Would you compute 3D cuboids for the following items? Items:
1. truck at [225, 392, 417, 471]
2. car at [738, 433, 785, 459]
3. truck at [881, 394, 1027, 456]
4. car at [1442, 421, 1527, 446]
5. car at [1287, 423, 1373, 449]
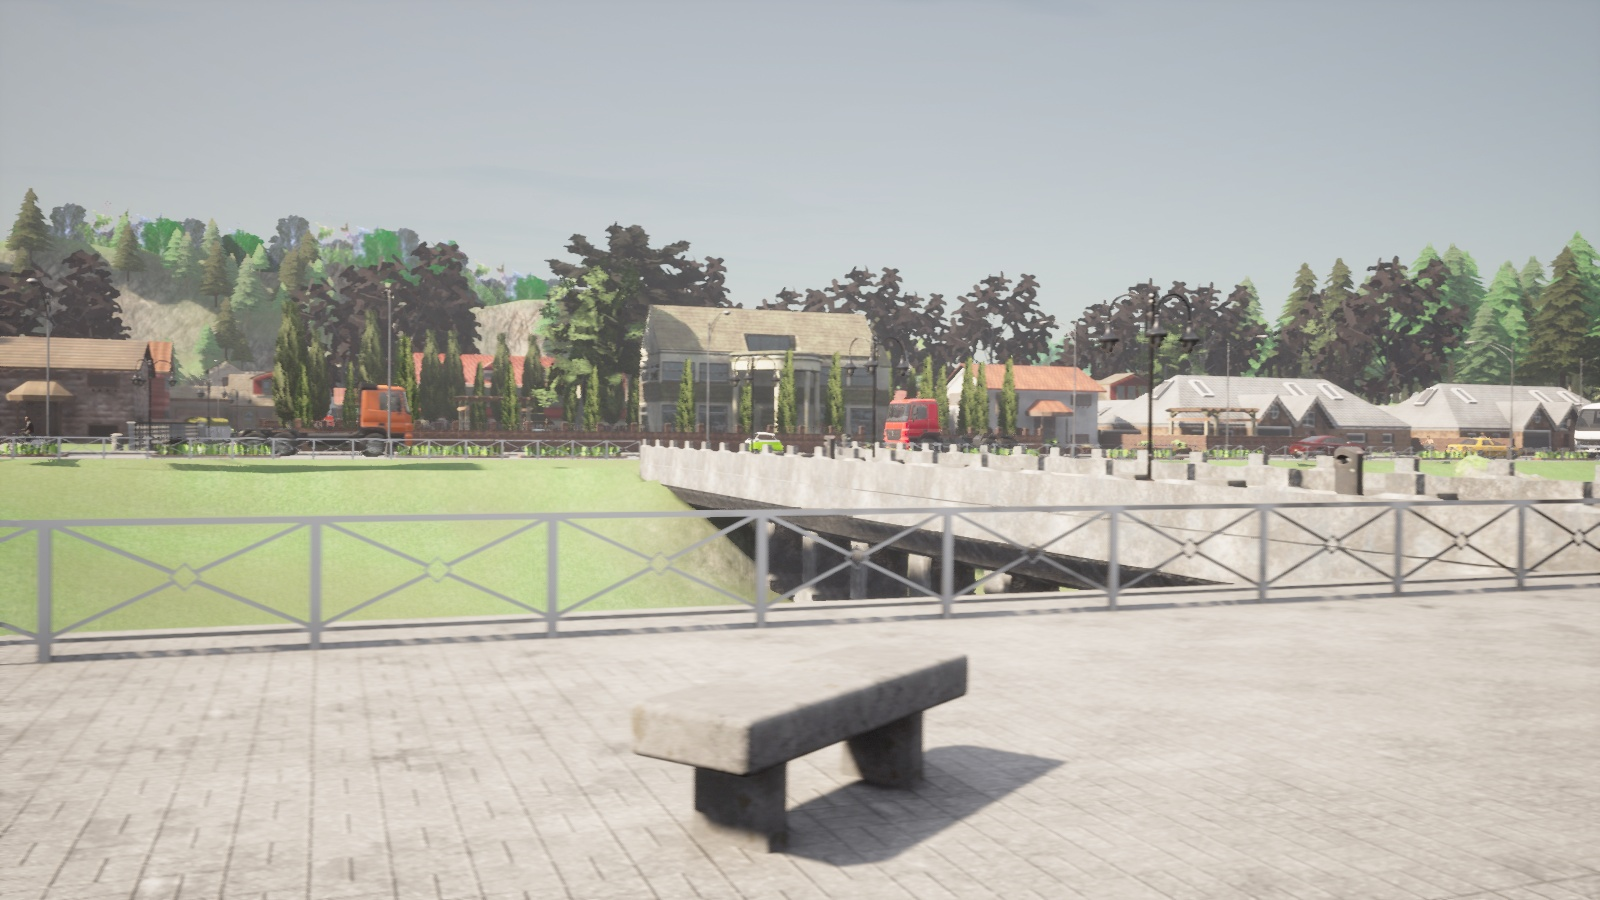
[{"bbox_3d":[-21.700,-0.880,57.225,7.936,3.462,2.891,-1,1,-21],"label":"truck"},{"bbox_3d":[-2.099,-0.246,68.952,2.207,1.376,1.481,-1,1,-21],"label":"car"},{"bbox_3d":[8.974,-1.471,73.141,7.936,3.462,2.891,-1,1,-21],"label":"truck"},{"bbox_3d":[44.991,-1.093,82.539,5.366,1.575,1.801,-1,1,-21],"label":"car"},{"bbox_3d":[32.929,-0.849,77.963,5.008,1.535,1.882,-1,1,-21],"label":"car"}]
